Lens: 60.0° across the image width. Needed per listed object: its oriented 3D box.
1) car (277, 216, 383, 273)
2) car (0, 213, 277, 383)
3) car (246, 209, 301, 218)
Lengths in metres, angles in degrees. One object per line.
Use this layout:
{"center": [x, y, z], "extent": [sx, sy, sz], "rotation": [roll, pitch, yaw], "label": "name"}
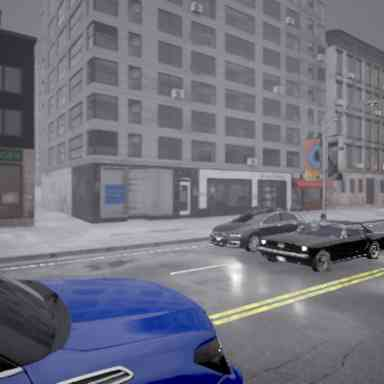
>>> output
{"center": [4.342, 1.594, 10.771], "extent": [4.718, 1.301, 1.895], "rotation": [0, 0, -35], "label": "car"}
{"center": [-2.250, 1.219, 1.834], "extent": [5.566, 2.045, 2.150], "rotation": [0, 0, -35], "label": "car"}
{"center": [2.966, 1.497, 13.780], "extent": [4.892, 1.490, 1.837], "rotation": [0, 0, -35], "label": "car"}
